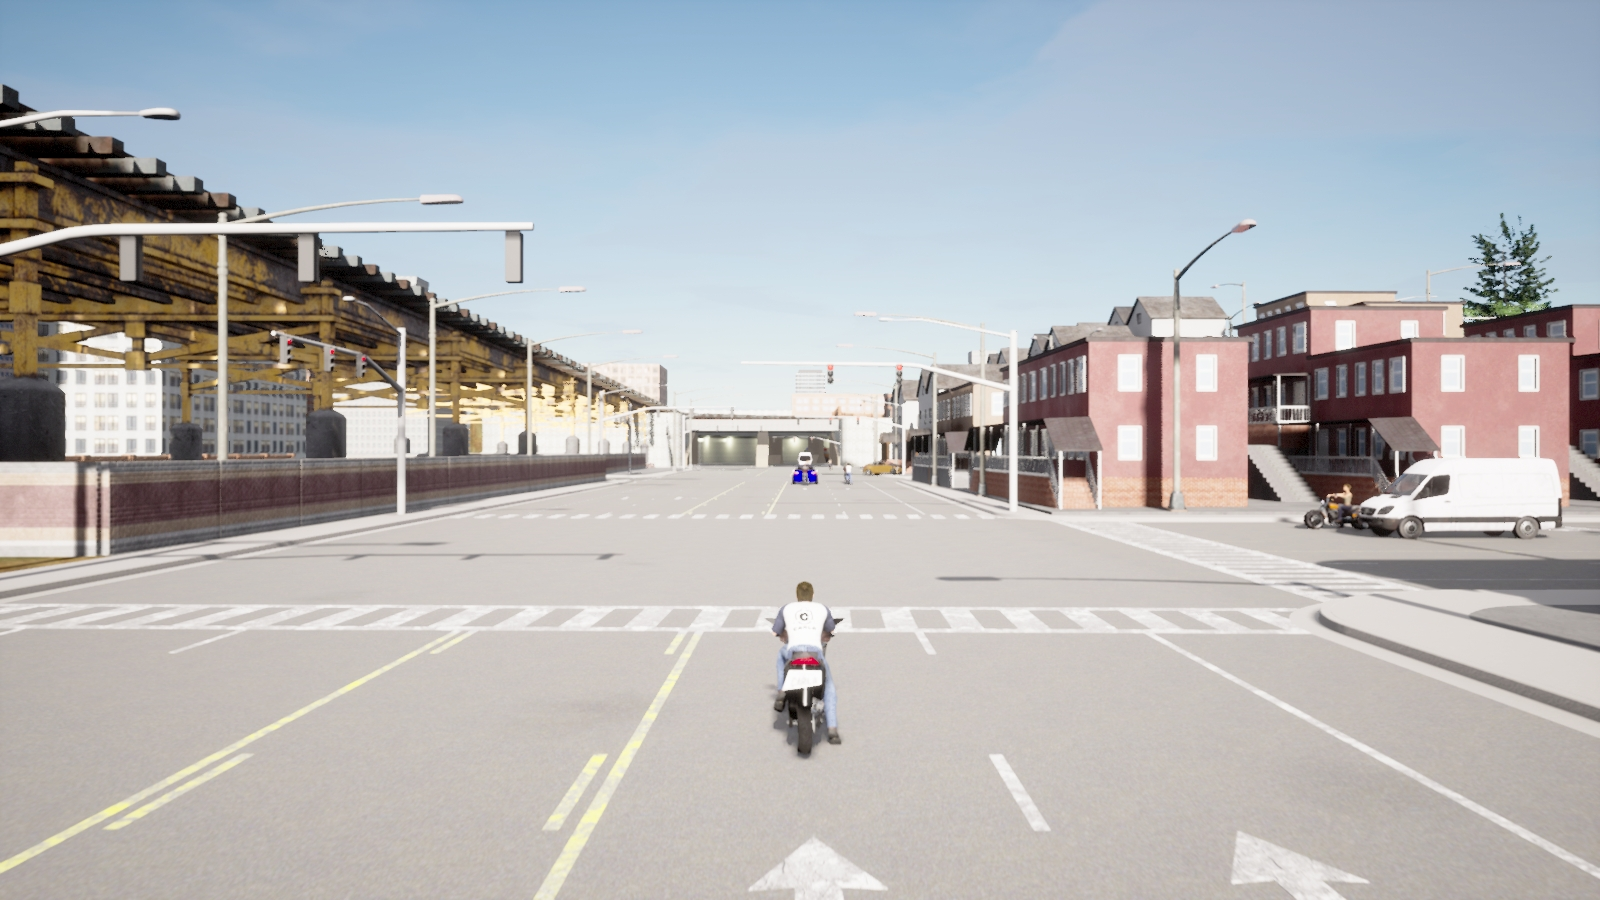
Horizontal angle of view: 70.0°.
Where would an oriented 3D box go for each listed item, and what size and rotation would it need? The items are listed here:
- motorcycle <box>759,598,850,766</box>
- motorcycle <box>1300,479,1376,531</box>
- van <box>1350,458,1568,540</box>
[{"bbox_3d":[0.047,2.182,11.105,0.803,1.224,2.033,0,0,0],"label":"motorcycle"},{"bbox_3d":[19.066,1.933,40.524,2.356,1.802,0.764,0,0,0],"label":"motorcycle"},{"bbox_3d":[21.241,1.558,37.012,5.915,2.561,1.988,0,0,0],"label":"van"}]
